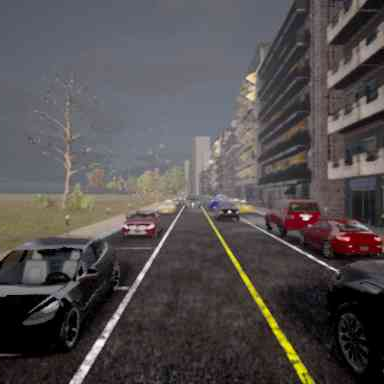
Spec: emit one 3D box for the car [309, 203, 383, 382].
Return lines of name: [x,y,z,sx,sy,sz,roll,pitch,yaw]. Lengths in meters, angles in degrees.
car: [3.133,1.226,2.390,2.150,2.045,5.566,0,0,-5]

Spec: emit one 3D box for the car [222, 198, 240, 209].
car: [5.416,1.587,46.330,2.008,1.369,4.403,1,0,0]

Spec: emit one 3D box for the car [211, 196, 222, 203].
car: [5.474,1.624,74.635,1.947,1.339,4.313,1,0,0]

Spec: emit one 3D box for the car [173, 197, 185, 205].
car: [-2.430,1.587,62.727,2.008,1.369,4.403,1,0,0]

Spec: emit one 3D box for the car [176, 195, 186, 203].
car: [-2.406,1.485,74.035,1.967,1.590,4.097,1,0,0]

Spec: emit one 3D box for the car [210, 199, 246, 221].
car: [2.847,1.568,27.599,2.033,1.411,5.357,0,0,1]

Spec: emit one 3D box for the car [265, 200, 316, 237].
car: [5.361,1.333,18.025,2.192,1.841,5.009,1,0,0]

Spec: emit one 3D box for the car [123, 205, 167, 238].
car: [-2.524,1.587,17.495,1.802,1.307,4.206,1,0,0]

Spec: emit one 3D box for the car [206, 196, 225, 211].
car: [2.868,1.554,41.460,1.812,1.442,4.674,0,0,1]

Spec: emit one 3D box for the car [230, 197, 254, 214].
car: [5.394,1.554,35.178,1.752,1.417,4.829,1,0,0]

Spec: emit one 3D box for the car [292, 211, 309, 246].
car: [5.346,1.597,12.364,1.802,1.307,4.206,1,0,0]

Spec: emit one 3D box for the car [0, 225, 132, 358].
car: [-2.547,1.565,6.187,1.947,1.339,4.313,1,0,0]

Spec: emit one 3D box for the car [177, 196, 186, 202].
car: [-2.396,1.616,79.689,1.947,1.339,4.313,1,0,0]

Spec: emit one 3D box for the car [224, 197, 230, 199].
car: [5.405,1.558,40.839,1.752,1.417,4.829,1,0,0]

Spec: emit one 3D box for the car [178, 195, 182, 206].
car: [-2.442,1.582,57.073,2.008,1.369,4.403,1,0,0]

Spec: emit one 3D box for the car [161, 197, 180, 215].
car: [-2.489,1.541,34.287,1.752,1.417,4.829,1,0,0]

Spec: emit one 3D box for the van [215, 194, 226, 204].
van: [5.454,1.390,63.313,1.690,1.788,3.998,1,0,0]

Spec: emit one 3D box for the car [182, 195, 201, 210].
car: [0.088,1.378,43.901,2.097,1.767,4.553,0,0,0]

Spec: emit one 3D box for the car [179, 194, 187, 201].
car: [-2.371,1.501,90.997,1.967,1.590,4.097,1,0,0]
